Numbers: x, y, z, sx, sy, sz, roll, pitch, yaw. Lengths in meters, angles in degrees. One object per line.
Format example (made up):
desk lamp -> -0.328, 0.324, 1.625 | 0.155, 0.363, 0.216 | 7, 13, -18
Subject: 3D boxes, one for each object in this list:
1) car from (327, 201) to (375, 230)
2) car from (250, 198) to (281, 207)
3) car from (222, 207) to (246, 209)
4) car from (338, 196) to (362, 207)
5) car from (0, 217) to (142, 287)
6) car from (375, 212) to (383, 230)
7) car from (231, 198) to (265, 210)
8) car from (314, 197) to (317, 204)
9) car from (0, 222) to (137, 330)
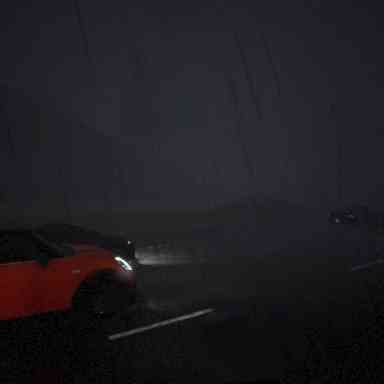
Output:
car -> 10.327, 1.505, 21.211 | 4.674, 1.442, 1.812 | 0, 0, -42
car -> 8.047, 1.490, 33.616 | 4.892, 1.490, 1.837 | 0, 0, -44
car -> 4.339, 1.557, 34.956 | 4.181, 1.385, 1.994 | 0, 0, -43
car -> 24.260, 1.442, 50.946 | 2.128, 1.511, 4.902 | 0, 0, 40
car -> -3.806, 1.573, 9.765 | 4.181, 1.385, 1.994 | 0, 0, -36
car -> 12.076, 1.453, 18.081 | 5.008, 1.535, 1.882 | 0, 0, -41
car -> 7.248, 1.494, 42.632 | 1.837, 1.490, 4.892 | 0, 0, 45
car -> 21.898, 1.460, 53.548 | 1.837, 1.490, 4.892 | 0, 1, 40
car -> -3.278, 1.360, 5.828 | 4.553, 1.767, 2.097 | 0, 0, -36
